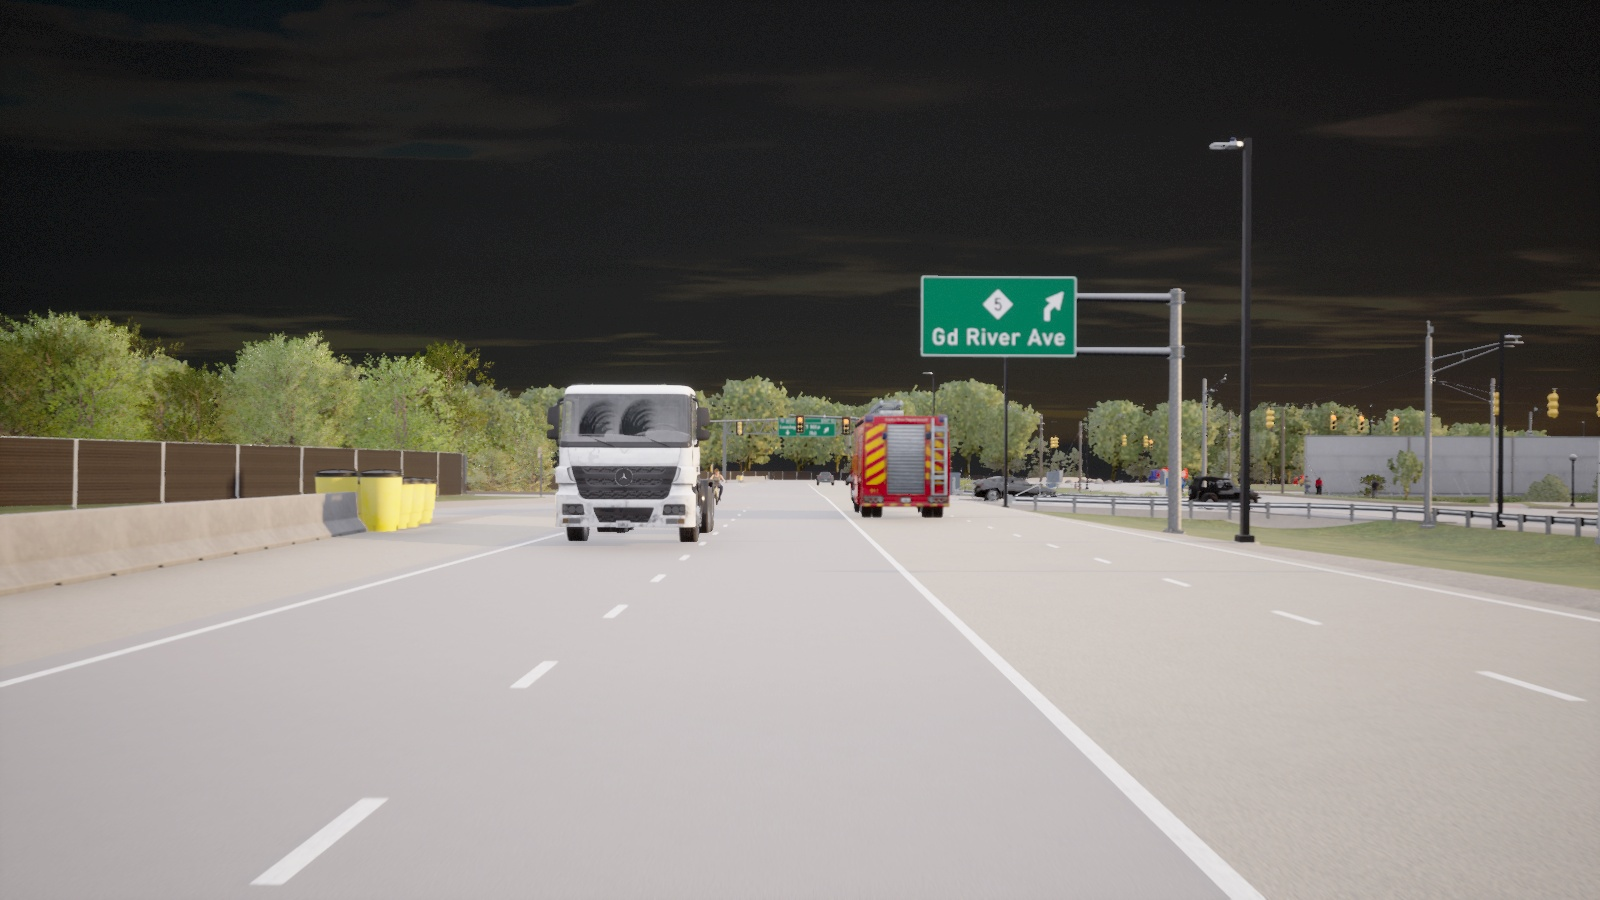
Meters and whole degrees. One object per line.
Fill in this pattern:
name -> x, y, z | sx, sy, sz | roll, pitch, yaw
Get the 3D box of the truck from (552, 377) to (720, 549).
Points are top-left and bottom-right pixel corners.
truck -> -3.572, 0.319, 29.294 | 2.891, 3.462, 7.936 | 0, -1, 0

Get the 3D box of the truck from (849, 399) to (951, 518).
truck -> 3.392, 0.352, 44.737 | 2.891, 3.827, 8.468 | 0, -1, 0

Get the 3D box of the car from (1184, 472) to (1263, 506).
car -> 24.110, 2.228, 71.596 | 3.866, 1.878, 1.905 | 0, -1, 0

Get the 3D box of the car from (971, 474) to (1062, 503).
car -> 12.295, 2.157, 71.554 | 4.792, 1.488, 2.163 | 2, -1, 0
